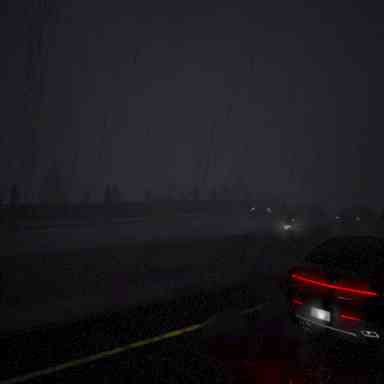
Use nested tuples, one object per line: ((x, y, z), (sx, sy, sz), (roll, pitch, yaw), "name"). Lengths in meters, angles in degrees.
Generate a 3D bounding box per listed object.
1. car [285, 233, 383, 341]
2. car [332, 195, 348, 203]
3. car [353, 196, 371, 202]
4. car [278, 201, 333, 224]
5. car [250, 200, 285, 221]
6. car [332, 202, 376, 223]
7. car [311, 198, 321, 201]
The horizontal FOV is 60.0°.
((3.771, 1.555, 6.376), (4.892, 1.490, 1.837), (1, 0, -39), "car")
((27.609, 1.669, 62.063), (2.150, 2.045, 5.566), (0, 0, 14), "car")
((30.831, 1.684, 60.528), (2.150, 2.045, 5.566), (0, 0, 15), "car")
((9.176, 1.722, 26.571), (2.033, 1.411, 5.357), (0, 0, 40), "car")
((7.012, 1.529, 29.554), (2.097, 1.767, 4.553), (0, 0, 39), "car")
((12.439, 1.733, 25.040), (2.033, 1.411, 5.357), (0, 0, 40), "car")
((25.273, 1.980, 67.651), (1.994, 1.385, 4.181), (0, 0, 11), "car")
